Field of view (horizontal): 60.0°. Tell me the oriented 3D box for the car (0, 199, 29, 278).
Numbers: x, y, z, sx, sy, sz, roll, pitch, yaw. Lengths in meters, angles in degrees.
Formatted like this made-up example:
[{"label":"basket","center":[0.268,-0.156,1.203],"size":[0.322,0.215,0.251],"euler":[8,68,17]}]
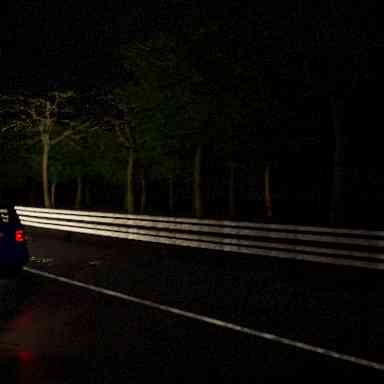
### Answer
[{"label":"car","center":[-6.503,1.180,8.805],"size":[5.566,2.045,2.150],"euler":[0,0,38]}]
